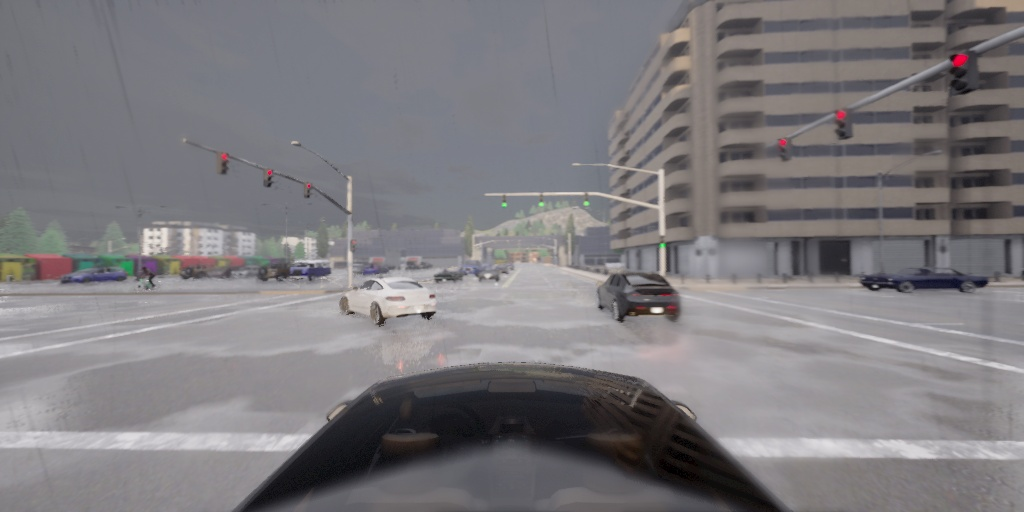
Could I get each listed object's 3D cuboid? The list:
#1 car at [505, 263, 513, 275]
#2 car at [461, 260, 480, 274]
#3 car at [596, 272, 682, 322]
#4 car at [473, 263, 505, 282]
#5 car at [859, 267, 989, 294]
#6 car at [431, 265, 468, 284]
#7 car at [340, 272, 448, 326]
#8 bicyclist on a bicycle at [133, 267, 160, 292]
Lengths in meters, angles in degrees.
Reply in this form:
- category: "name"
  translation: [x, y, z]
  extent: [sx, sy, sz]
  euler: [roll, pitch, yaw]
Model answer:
- category: "car"
  translation: [-1.390, 1.848, 48.369]
  extent: [2.033, 1.411, 5.357]
  euler: [-1, -1, 3]
- category: "car"
  translation: [-5.074, 1.519, 44.826]
  extent: [2.150, 2.045, 5.566]
  euler: [-1, 0, 3]
- category: "car"
  translation: [4.165, 1.298, 12.449]
  extent: [1.837, 1.490, 4.892]
  euler: [-1, -1, 3]
- category: "car"
  translation: [-2.065, 1.637, 34.140]
  extent: [2.128, 1.511, 4.902]
  euler: [-1, -1, 2]
- category: "car"
  translation: [21.013, 1.240, 18.490]
  extent: [4.718, 1.301, 1.895]
  euler: [-1, -1, 3]
- category: "car"
  translation: [-5.631, 1.770, 32.568]
  extent: [1.895, 1.301, 4.718]
  euler: [-1, -1, 3]
- category: "car"
  translation: [-4.312, 1.418, 12.365]
  extent: [1.812, 1.442, 4.674]
  euler: [1, -2, -42]
- category: "bicyclist on a bicycle"
  translation: [-24.282, 1.537, 23.842]
  extent: [0.582, 1.620, 1.656]
  euler: [-1, -1, 2]
